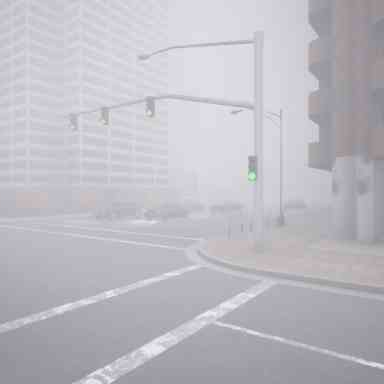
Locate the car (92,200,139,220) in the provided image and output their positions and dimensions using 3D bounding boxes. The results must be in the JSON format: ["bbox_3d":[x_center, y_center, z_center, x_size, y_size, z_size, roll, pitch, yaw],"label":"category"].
[{"bbox_3d":[-6.159,1.505,28.115,1.837,1.490,4.892,0,0,35],"label":"car"}]

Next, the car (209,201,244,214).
[{"bbox_3d":[3.822,1.601,36.212,1.895,1.301,4.718,0,0,35],"label":"car"}]

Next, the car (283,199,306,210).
[{"bbox_3d":[13.541,1.564,43.683,1.994,1.385,4.181,0,0,35],"label":"car"}]

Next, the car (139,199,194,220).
[{"bbox_3d":[-2.049,1.564,27.876,1.994,1.385,4.181,0,0,35],"label":"car"}]

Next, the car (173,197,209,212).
[{"bbox_3d":[-0.440,1.564,36.242,1.994,1.385,4.181,0,0,35],"label":"car"}]
